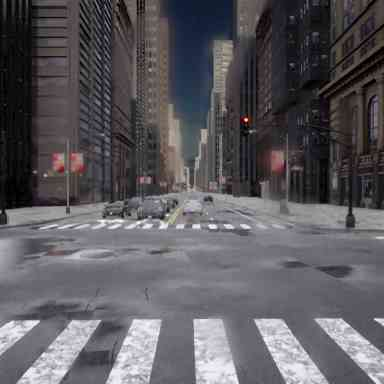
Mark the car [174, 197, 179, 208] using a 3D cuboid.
[{"bbox_3d":[-3.337,1.530,46.482,1.994,1.385,4.181,0,0,0],"label":"car"}]

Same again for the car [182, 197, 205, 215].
[{"bbox_3d":[0.070,1.504,34.012,1.812,1.442,4.674,0,0,0],"label":"car"}]

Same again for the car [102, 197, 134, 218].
[{"bbox_3d":[-6.599,1.487,29.576,1.837,1.490,4.892,0,0,0],"label":"car"}]

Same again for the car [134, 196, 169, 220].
[{"bbox_3d":[-3.289,1.336,27.675,2.097,1.767,4.553,0,0,-2],"label":"car"}]

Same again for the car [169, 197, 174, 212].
[{"bbox_3d":[-3.350,1.502,36.459,1.812,1.442,4.674,0,0,0],"label":"car"}]

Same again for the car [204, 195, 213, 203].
[{"bbox_3d":[3.353,1.424,69.902,1.837,1.490,4.892,0,0,0],"label":"car"}]

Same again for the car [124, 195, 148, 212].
[{"bbox_3d":[-6.595,1.325,39.730,2.097,1.767,4.553,0,0,0],"label":"car"}]

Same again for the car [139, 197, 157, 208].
[{"bbox_3d":[-6.586,1.509,50.027,2.033,1.411,5.357,0,0,0],"label":"car"}]

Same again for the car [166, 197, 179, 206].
[{"bbox_3d":[-3.311,1.551,56.499,1.895,1.301,4.718,0,0,0],"label":"car"}]
